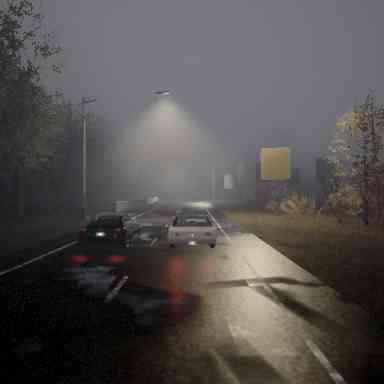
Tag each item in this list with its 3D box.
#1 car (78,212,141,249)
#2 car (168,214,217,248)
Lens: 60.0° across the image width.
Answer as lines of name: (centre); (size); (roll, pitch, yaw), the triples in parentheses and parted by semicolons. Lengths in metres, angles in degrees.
car: (-3.477, 1.581, 14.649); (1.994, 1.385, 4.181); (0, 0, 0)
car: (0.023, 1.625, 14.668); (1.895, 1.301, 4.718); (0, 0, 0)
